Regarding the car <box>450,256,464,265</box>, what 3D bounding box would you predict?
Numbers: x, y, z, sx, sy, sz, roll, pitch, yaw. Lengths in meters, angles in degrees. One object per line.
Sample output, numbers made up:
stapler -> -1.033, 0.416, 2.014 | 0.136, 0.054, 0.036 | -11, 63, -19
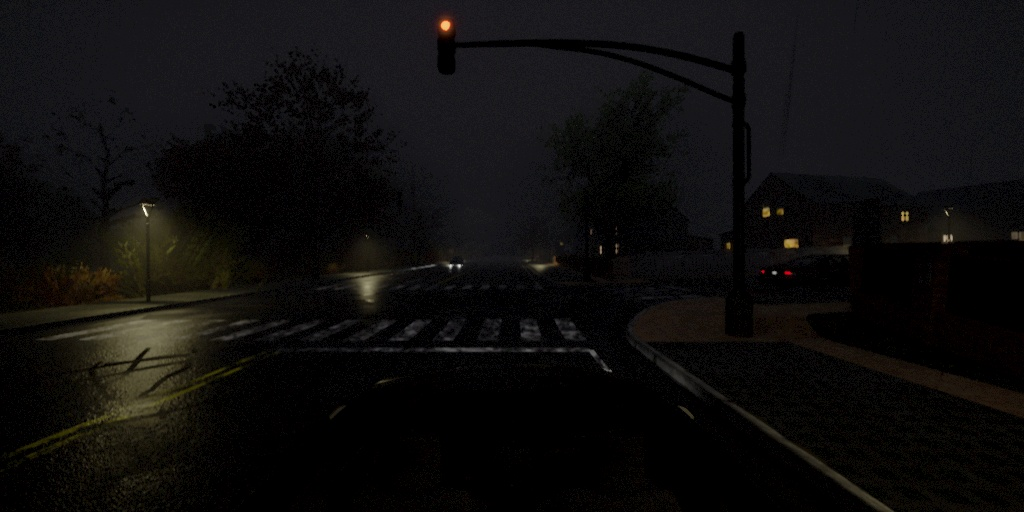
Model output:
car -> -9.697, 0.778, 63.255 | 1.837, 1.490, 4.892 | 0, 0, 0

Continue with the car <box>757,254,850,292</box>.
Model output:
car -> 12.835, 0.636, 14.379 | 5.357, 1.411, 2.033 | -2, 0, -6
